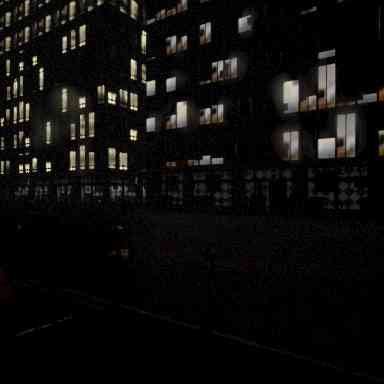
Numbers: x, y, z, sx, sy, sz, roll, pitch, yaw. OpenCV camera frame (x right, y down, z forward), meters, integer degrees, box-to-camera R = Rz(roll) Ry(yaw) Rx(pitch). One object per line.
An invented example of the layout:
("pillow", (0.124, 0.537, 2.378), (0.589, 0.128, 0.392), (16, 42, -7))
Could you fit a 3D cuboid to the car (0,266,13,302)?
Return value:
("car", (-5.544, 1.526, 6.834), (4.829, 1.417, 1.752), (0, 0, 36))
